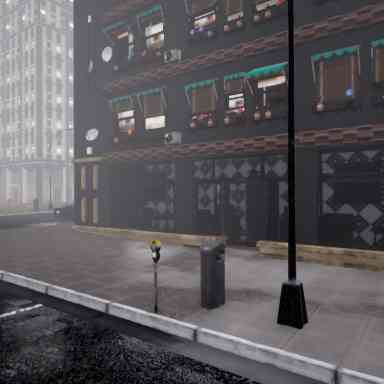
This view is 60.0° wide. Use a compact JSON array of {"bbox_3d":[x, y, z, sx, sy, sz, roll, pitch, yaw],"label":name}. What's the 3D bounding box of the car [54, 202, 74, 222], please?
[{"bbox_3d":[-7.303,1.279,22.814,1.947,1.339,4.313,1,1,35],"label":"car"}]
